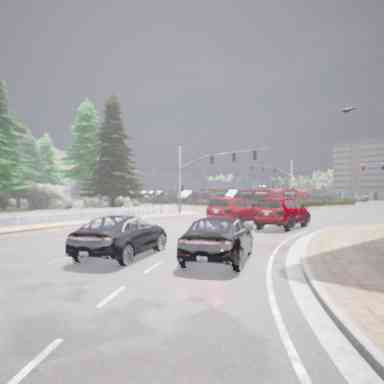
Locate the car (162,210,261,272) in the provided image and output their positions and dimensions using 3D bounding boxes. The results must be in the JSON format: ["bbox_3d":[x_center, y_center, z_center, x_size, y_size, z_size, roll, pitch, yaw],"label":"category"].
[{"bbox_3d":[0.943,1.588,11.225,2.128,1.511,4.902,0,0,16],"label":"car"}]

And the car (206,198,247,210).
[{"bbox_3d":[3.136,1.428,24.080,2.150,2.045,5.566,0,0,36],"label":"car"}]

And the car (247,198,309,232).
[{"bbox_3d":[6.035,1.412,22.120,2.150,2.045,5.566,0,0,36],"label":"car"}]

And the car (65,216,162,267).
[{"bbox_3d":[-2.474,1.594,11.988,2.128,1.511,4.902,0,0,16],"label":"car"}]
